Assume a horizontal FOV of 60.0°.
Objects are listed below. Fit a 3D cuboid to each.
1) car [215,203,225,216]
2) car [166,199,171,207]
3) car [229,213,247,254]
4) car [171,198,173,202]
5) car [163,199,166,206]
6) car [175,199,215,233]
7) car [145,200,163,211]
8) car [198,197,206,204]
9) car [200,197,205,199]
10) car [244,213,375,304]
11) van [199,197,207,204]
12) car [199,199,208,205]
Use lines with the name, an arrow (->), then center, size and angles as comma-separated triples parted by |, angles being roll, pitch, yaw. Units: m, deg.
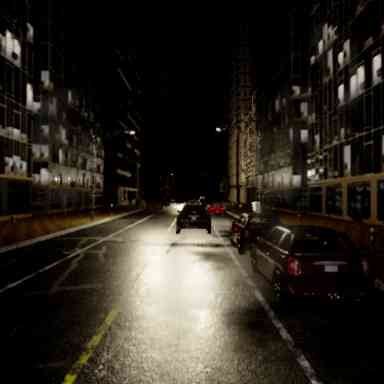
car -> 2.699, 1.917, 36.833 | 1.887, 1.381, 4.507 | 0, -1, 0
car -> -5.676, 2.178, 65.303 | 1.887, 1.381, 4.507 | 0, -1, 0
car -> 2.694, 1.586, 14.065 | 1.967, 1.590, 4.097 | 0, -1, 0
car -> -5.675, 2.249, 70.995 | 1.947, 1.339, 4.313 | 0, -1, 0
car -> -5.678, 2.113, 53.918 | 1.802, 1.307, 4.206 | 0, -1, 0
car -> 0.105, 1.572, 21.388 | 2.097, 1.767, 4.553 | 0, -1, 0
car -> -5.679, 2.024, 48.225 | 1.887, 1.381, 4.507 | 0, -1, 0
car -> 2.710, 2.269, 88.062 | 1.967, 1.590, 4.097 | 0, 0, 0
car -> 0.108, 1.760, 40.509 | 2.097, 1.767, 4.553 | 0, 0, 0
car -> 2.693, 1.528, 8.373 | 1.967, 1.590, 4.097 | 0, -1, 0
van -> 2.709, 2.122, 82.372 | 1.690, 1.788, 3.998 | 0, 0, 0
car -> 2.707, 2.299, 76.676 | 1.947, 1.339, 4.313 | 0, 0, 0
